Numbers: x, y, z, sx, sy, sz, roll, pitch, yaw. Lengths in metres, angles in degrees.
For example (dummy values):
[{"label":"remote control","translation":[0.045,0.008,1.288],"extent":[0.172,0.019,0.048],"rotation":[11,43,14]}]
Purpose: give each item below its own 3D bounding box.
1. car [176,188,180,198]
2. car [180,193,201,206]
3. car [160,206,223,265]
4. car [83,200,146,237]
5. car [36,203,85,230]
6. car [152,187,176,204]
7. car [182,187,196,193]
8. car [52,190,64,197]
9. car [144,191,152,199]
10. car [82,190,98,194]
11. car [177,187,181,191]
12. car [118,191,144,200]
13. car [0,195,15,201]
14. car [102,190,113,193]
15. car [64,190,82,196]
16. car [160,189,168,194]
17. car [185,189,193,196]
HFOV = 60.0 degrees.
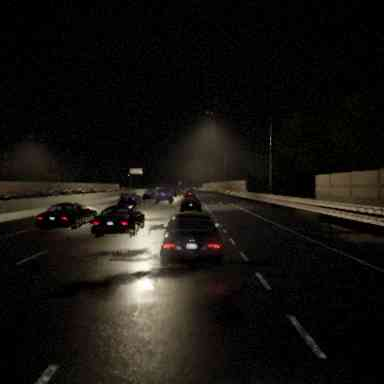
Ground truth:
[{"label":"car","translation":[-4.005,0.426,67.222],"extent":[1.994,1.385,4.181],"rotation":[0,1,-1]},{"label":"car","translation":[-0.127,1.093,32.072],"extent":[1.994,1.385,4.181],"rotation":[0,1,0]},{"label":"car","translation":[-0.021,1.445,11.266],"extent":[2.033,1.411,5.357],"rotation":[0,1,0]},{"label":"car","translation":[-3.541,1.367,16.850],"extent":[2.033,1.411,5.357],"rotation":[0,1,0]},{"label":"car","translation":[-7.051,1.330,19.236],"extent":[2.033,1.411,5.357],"rotation":[0,1,0]},{"label":"car","translation":[-3.744,0.495,45.698],"extent":[2.150,2.045,5.566],"rotation":[0,1,-1]},{"label":"car","translation":[-0.407,0.350,59.987],"extent":[2.097,1.767,4.553],"rotation":[0,1,-1]},{"label":"car","translation":[-28.571,0.241,71.602],"extent":[2.128,1.511,4.902],"rotation":[0,1,-1]},{"label":"car","translation":[-7.366,0.614,56.811],"extent":[2.033,1.411,5.357],"rotation":[0,1,-1]},{"label":"car","translation":[-21.572,0.258,71.712],"extent":[1.994,1.385,4.181],"rotation":[0,1,-1]},{"label":"car","translation":[-4.469,-0.173,94.445],"extent":[1.837,1.490,4.892],"rotation":[0,1,-1]},{"label":"car","translation":[-7.177,0.769,38.379],"extent":[2.097,1.767,4.553],"rotation":[0,1,0]},{"label":"car","translation":[-17.699,1.093,30.003],"extent":[1.837,1.490,4.892],"rotation":[0,1,0]},{"label":"car","translation":[-18.072,0.296,71.737],"extent":[1.895,1.301,4.718],"rotation":[0,1,-1]},{"label":"car","translation":[-25.072,0.236,71.657],"extent":[2.128,1.511,4.902],"rotation":[0,1,-1]},{"label":"car","translation":[-7.969,-0.145,94.462],"extent":[2.128,1.511,4.902],"rotation":[0,1,-1]},{"label":"car","translation":[-0.731,0.053,81.677],"extent":[1.882,1.535,5.008],"rotation":[0,1,-1]}]
